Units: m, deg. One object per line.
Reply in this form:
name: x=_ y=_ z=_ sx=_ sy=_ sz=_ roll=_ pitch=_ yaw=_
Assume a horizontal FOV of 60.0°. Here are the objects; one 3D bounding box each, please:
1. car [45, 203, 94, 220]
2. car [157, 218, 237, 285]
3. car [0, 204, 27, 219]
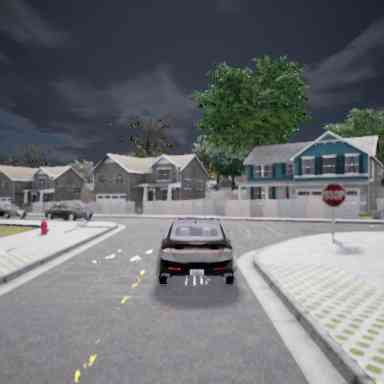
car: x=-10.536 y=1.701 z=28.464 sx=4.892 sy=1.490 sz=1.837 roll=-2 pitch=-2 yaw=32
car: x=0.105 y=1.477 z=9.440 sx=2.128 sy=1.511 sz=4.902 roll=0 pitch=0 yaw=0
car: x=-18.612 y=1.936 z=33.381 sx=4.902 sy=1.511 sz=2.128 roll=-2 pitch=-2 yaw=30
